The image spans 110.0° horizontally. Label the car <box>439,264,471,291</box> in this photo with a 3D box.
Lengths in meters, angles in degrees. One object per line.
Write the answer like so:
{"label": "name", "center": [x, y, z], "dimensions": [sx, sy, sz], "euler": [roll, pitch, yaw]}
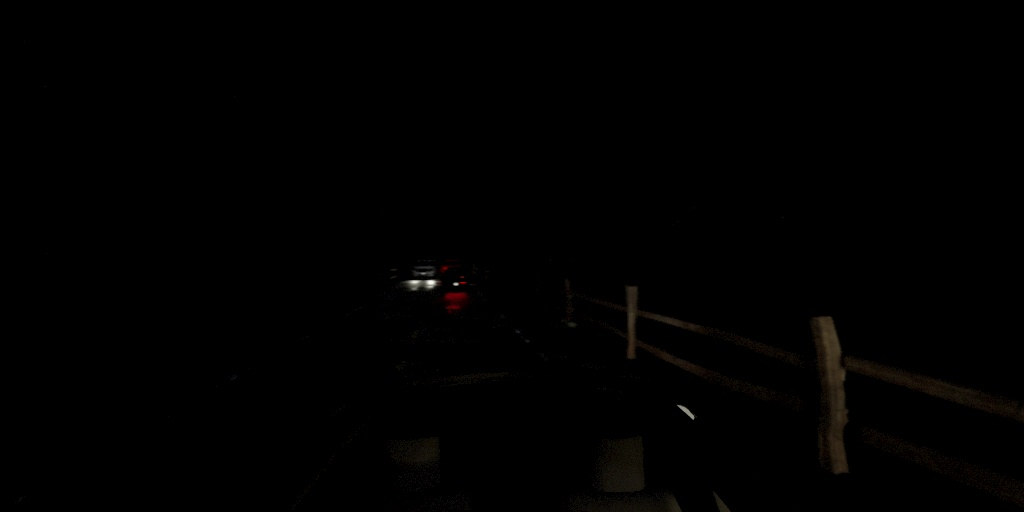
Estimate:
{"label": "car", "center": [-3.912, 1.512, 24.771], "dimensions": [1.837, 1.490, 4.892], "euler": [0, 0, -10]}

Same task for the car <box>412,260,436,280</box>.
{"label": "car", "center": [-9.231, 1.407, 38.006], "dimensions": [2.150, 2.045, 5.566], "euler": [0, -1, -10]}

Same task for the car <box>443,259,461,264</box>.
{"label": "car", "center": [-6.384, 1.382, 37.976], "dimensions": [2.150, 2.045, 5.566], "euler": [0, 0, -10]}
